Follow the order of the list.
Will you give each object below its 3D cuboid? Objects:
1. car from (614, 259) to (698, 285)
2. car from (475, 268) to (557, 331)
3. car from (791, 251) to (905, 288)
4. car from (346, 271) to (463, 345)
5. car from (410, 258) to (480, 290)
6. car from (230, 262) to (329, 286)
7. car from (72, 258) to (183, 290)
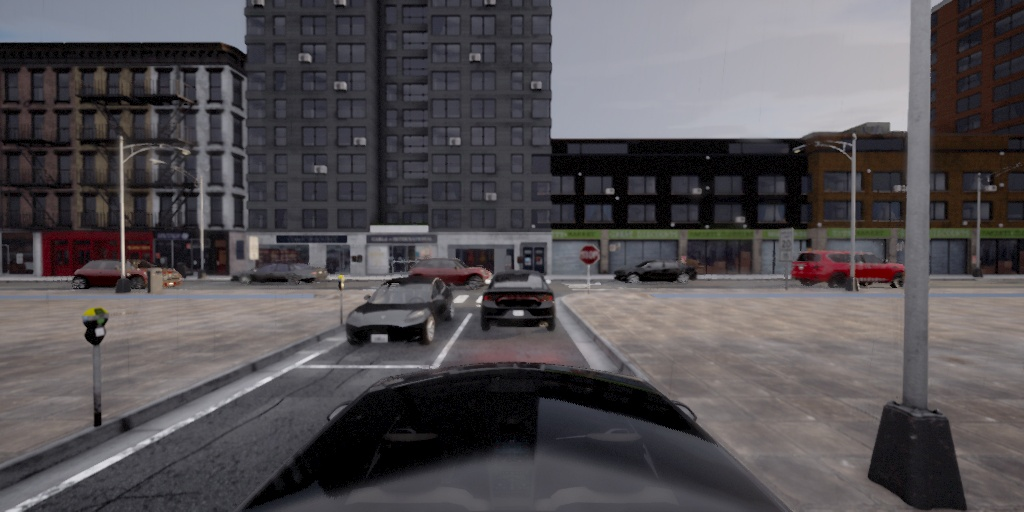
[{"bbox_3d":[9.056,0.981,22.794,5.008,1.535,1.882,0,1,0],"label":"car"},{"bbox_3d":[0.185,1.136,10.659,1.882,1.535,5.008,0,0,1],"label":"car"},{"bbox_3d":[18.660,0.745,19.807,5.566,2.045,2.150,0,1,0],"label":"car"},{"bbox_3d":[-2.617,1.238,9.289,1.948,1.339,4.313,0,0,0],"label":"car"},{"bbox_3d":[-3.346,0.921,19.881,4.553,1.767,2.097,0,1,0],"label":"car"},{"bbox_3d":[-14.715,1.109,22.869,5.357,1.411,2.033,0,1,0],"label":"car"},{"bbox_3d":[-21.222,0.971,19.937,4.553,1.767,2.097,0,1,0],"label":"car"}]
